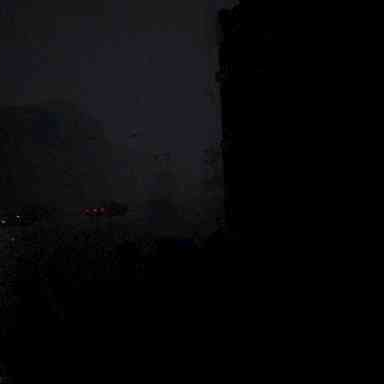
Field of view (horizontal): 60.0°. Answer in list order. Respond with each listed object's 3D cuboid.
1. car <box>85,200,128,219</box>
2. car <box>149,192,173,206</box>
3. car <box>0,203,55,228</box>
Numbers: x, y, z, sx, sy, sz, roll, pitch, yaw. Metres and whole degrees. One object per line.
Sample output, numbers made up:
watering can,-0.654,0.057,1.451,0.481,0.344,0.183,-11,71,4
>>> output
car,-7.073,1.411,28.060,2.033,1.411,5.357,-2,0,9
car,-4.406,1.136,44.850,1.994,1.385,4.181,-2,1,9
car,-11.456,1.567,23.165,2.128,1.511,4.902,-2,0,7
